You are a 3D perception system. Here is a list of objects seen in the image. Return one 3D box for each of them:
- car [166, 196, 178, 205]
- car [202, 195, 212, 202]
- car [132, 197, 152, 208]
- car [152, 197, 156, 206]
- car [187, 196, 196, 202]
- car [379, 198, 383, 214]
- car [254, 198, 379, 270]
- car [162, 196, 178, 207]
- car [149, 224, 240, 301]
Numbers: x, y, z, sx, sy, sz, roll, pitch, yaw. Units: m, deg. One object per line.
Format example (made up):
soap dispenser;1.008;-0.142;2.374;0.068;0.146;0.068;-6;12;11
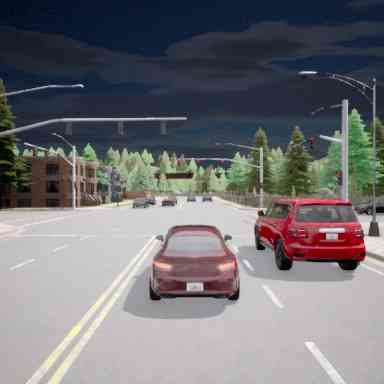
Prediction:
car;-3.648;1.504;61.982;1.837;1.490;4.892;0;0;0
car;3.389;1.354;74.389;2.097;1.767;4.553;0;0;0
car;-7.161;1.504;46.916;1.837;1.490;4.892;0;0;0
car;-7.174;1.547;56.660;2.033;1.411;5.357;0;0;0
car;-0.119;1.552;74.618;1.994;1.385;4.181;0;0;0
car;18.275;1.352;32.491;4.553;1.767;2.097;0;0;0
car;3.558;1.221;11.107;2.150;2.045;5.566;0;0;0
car;-3.643;1.600;51.695;1.895;1.301;4.718;0;0;0
car;0.050;1.526;8.227;1.812;1.442;4.674;0;0;0
